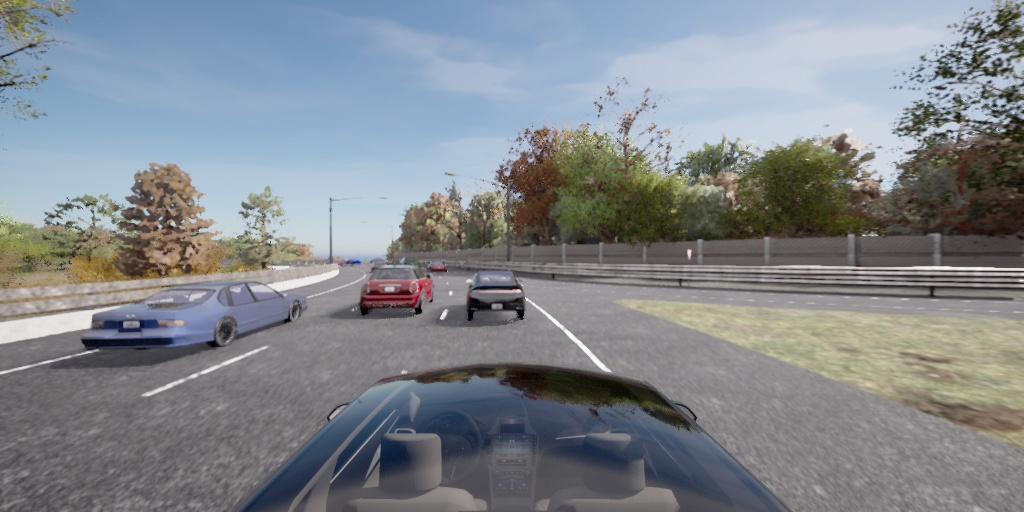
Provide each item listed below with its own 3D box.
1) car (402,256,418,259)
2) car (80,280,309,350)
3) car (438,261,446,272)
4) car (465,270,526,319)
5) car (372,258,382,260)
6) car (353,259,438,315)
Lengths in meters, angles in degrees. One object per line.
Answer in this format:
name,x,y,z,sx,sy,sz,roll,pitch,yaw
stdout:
car,-13.140,1.069,45.818,2.150,2.045,5.566,0,0,-24
car,-7.361,1.332,9.217,2.033,1.411,5.357,0,0,-5
car,-10.054,1.402,47.376,1.994,1.385,4.181,0,0,-24
car,-0.635,1.256,12.841,2.128,1.511,4.902,0,0,-5
car,-17.002,1.353,45.722,2.128,1.511,4.902,0,0,-25
car,-4.300,1.131,14.059,2.097,1.767,4.553,0,0,-6
